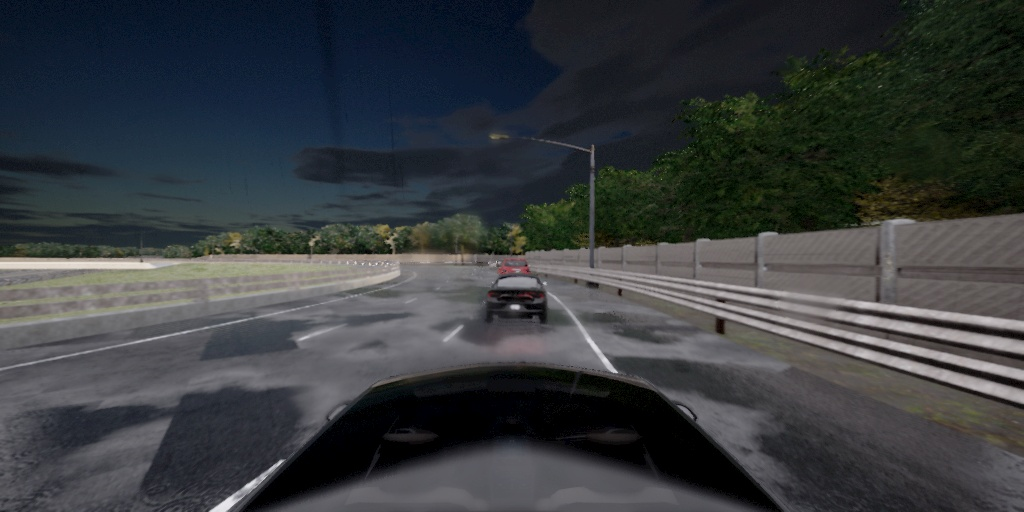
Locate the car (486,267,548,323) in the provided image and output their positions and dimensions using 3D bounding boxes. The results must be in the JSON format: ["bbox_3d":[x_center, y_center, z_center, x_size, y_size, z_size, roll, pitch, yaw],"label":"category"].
[{"bbox_3d":[0.232,1.333,12.666,1.882,1.535,5.008,1,-1,3],"label":"car"}]

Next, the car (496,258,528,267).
[{"bbox_3d":[0.046,1.212,27.081,2.150,2.045,5.566,1,-1,-5],"label":"car"}]
